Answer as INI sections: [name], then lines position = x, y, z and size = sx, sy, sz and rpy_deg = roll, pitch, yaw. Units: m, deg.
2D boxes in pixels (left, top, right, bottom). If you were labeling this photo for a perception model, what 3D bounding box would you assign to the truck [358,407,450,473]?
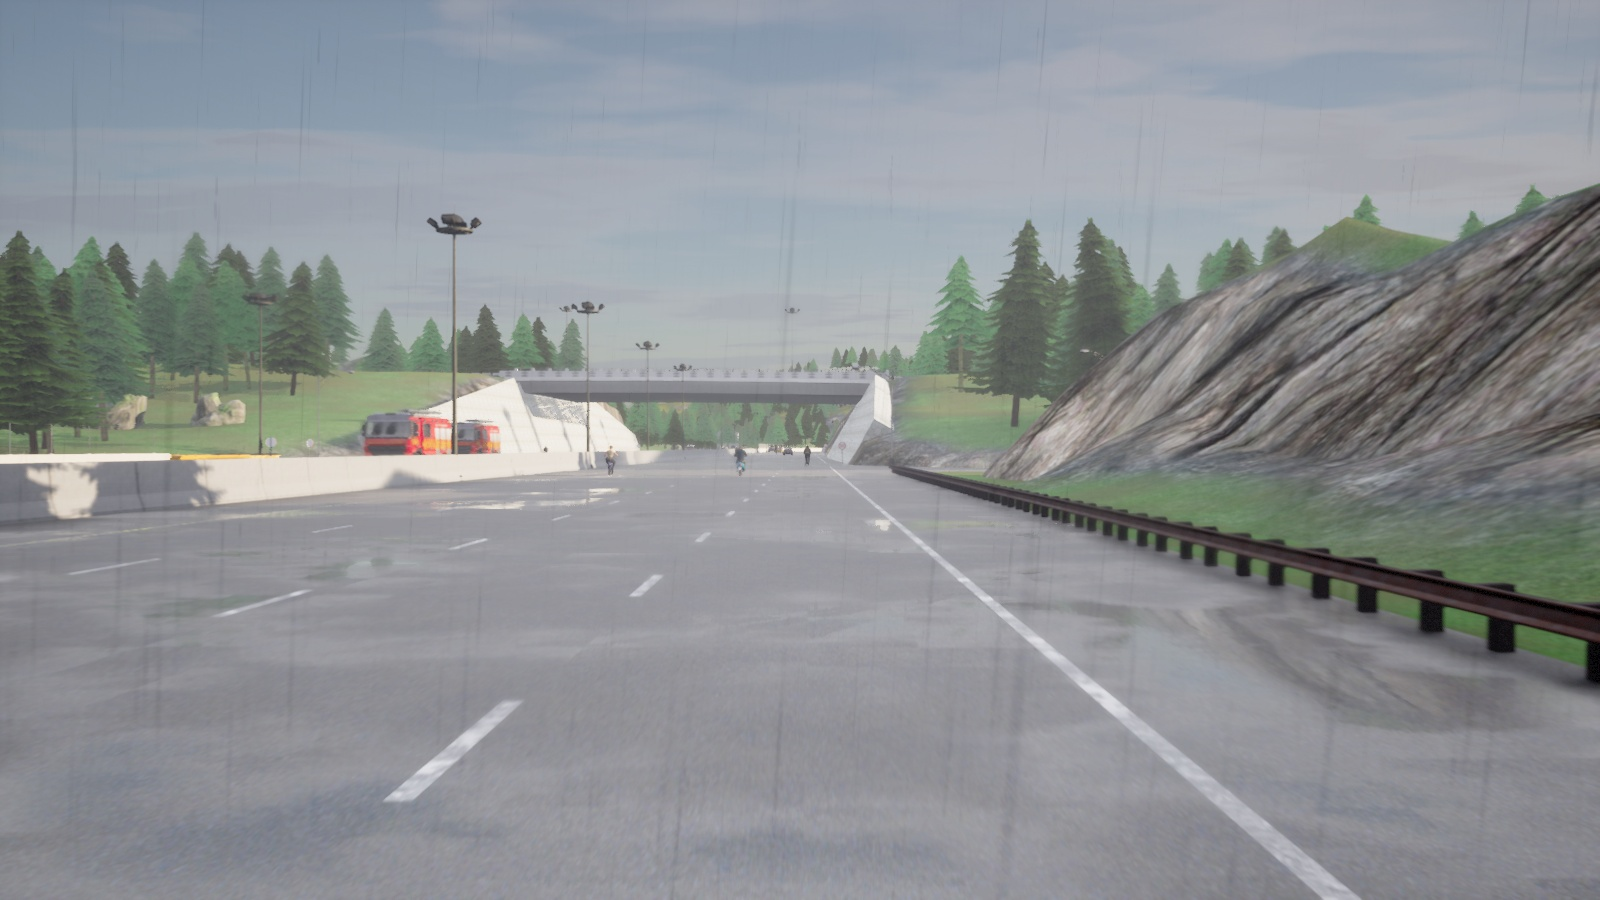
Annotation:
[truck]
position = -24.042, -0.595, 76.743
size = 2.891, 3.827, 8.468
rpy_deg = 0, 0, 0
